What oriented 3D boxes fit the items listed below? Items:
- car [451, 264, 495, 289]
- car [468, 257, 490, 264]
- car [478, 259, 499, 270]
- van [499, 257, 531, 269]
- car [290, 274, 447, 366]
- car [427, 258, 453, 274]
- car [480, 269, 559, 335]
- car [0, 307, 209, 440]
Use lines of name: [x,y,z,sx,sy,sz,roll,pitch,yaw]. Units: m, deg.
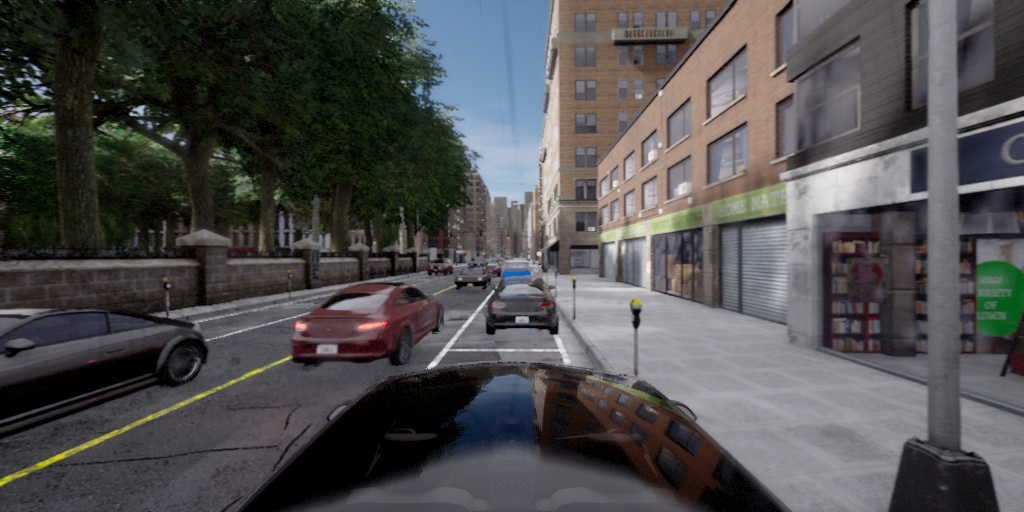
car: [-2.383,1.397,23.269,1.895,1.301,4.718,0,0,2]
car: [-4.735,1.131,49.354,2.150,2.045,5.566,0,0,2]
car: [-2.079,1.335,37.434,1.812,1.442,4.674,0,0,2]
van: [0.335,1.121,21.787,1.690,1.789,3.998,0,0,2]
car: [-2.825,1.301,7.913,1.812,1.442,4.674,0,0,2]
car: [-7.698,1.154,38.967,2.192,1.841,5.009,0,0,2]
car: [0.297,1.289,10.435,1.812,1.442,4.674,0,0,2]
car: [-6.131,1.350,4.280,1.994,1.385,4.181,0,0,2]
